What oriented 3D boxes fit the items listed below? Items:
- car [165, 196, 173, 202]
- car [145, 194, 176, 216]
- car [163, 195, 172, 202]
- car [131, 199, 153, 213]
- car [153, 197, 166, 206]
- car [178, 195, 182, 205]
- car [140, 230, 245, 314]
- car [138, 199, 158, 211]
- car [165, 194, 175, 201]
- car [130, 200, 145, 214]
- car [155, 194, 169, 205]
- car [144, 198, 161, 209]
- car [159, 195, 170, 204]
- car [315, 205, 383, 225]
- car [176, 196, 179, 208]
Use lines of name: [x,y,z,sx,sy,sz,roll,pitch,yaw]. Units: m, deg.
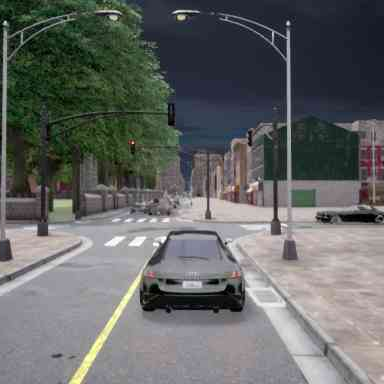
car: [-6.007,1.726,86.462,1.752,1.417,4.829,1,0,-1]
car: [-3.049,1.379,33.193,2.097,1.767,4.553,0,0,1]
car: [-5.955,1.613,81.182,1.967,1.590,4.097,1,0,-1]
car: [-5.601,1.560,37.871,1.752,1.417,4.829,1,0,-1]
car: [-5.753,1.666,59.382,1.802,1.307,4.206,1,0,-1]
car: [-3.202,1.591,60.042,1.837,1.490,4.892,0,0,0]
car: [0.024,1.567,7.730,1.994,1.385,4.181,0,0,1]
car: [-5.598,1.594,43.032,2.008,1.369,4.403,1,0,-1]
car: [-6.056,1.548,92.084,2.192,1.841,5.009,1,0,-1]
car: [-5.559,1.582,35.897,2.008,1.369,4.403,1,0,-1]
car: [-5.799,1.417,64.833,2.192,1.841,5.009,1,0,-1]
car: [-5.650,1.620,48.482,1.947,1.339,4.313,1,0,-1]
car: [-5.853,1.563,70.283,1.967,1.590,4.097,1,0,-1]
car: [10.924,1.550,22.580,4.718,1.301,1.895,-1,-1,0]
car: [-3.086,1.575,46.041,1.812,1.442,4.674,0,0,0]
